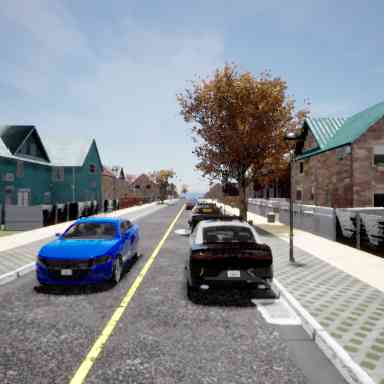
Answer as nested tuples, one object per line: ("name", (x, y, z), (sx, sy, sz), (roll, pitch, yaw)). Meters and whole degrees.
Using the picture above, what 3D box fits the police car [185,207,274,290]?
("police car", (0.839, 1.429, 9.213), (1.930, 1.638, 5.238), (0, 0, 0))

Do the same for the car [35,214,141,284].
("car", (-2.735, 1.482, 9.765), (1.882, 1.535, 5.008), (0, 0, 0))

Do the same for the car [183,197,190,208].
("car", (0.097, 1.641, 45.015), (2.033, 1.411, 5.357), (0, 0, 1))

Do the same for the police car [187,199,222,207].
("police car", (0.855, 1.435, 19.213), (1.930, 1.638, 5.238), (0, 0, 0))

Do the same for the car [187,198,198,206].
("car", (0.097, 1.756, 62.021), (1.994, 1.385, 4.181), (0, 0, 0))
